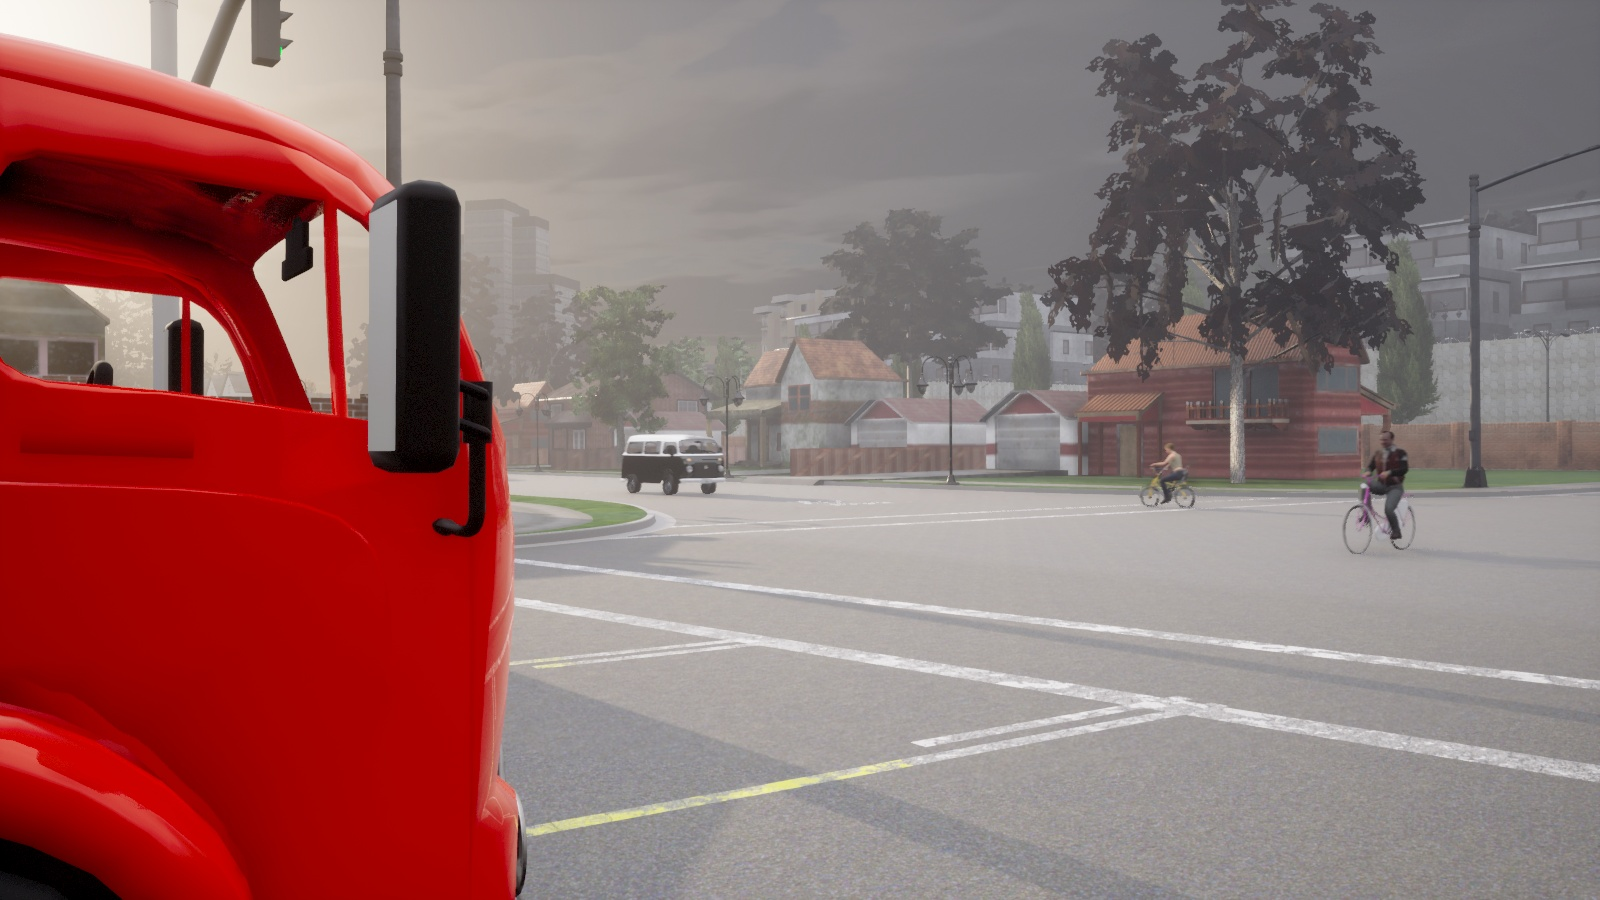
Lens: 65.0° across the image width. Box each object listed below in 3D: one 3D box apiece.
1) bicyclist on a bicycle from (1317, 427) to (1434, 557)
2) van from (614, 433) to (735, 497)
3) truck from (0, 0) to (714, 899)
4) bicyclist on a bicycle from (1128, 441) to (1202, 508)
[{"bbox_3d":[8.218,0.566,17.907,1.843,1.776,0.659,0,0,-35],"label":"bicyclist on a bicycle"},{"bbox_3d":[-4.315,0.490,42.559,2.069,2.038,4.480,-1,0,-36],"label":"van"},{"bbox_3d":[-3.027,0.263,1.582,5.204,2.467,2.627,0,0,-34],"label":"truck"},{"bbox_3d":[8.954,0.597,30.869,0.866,1.612,1.509,1,-1,-43],"label":"bicyclist on a bicycle"}]
